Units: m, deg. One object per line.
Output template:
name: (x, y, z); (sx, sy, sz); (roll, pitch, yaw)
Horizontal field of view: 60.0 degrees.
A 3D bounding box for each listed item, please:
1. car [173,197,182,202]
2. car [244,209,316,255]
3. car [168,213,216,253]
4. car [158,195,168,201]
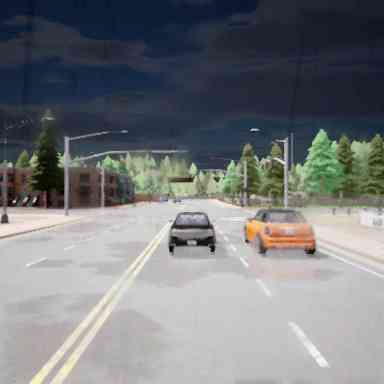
car: (-3.487, 1.894, 81.275); (1.882, 1.535, 5.008); (0, -1, 0)
car: (3.504, 1.479, 14.078); (2.097, 1.767, 4.553); (0, -1, 0)
car: (0.005, 1.623, 14.289); (2.128, 1.511, 4.902); (0, 0, 0)
car: (-6.987, 1.641, 81.248); (2.150, 2.045, 5.566); (0, -1, 0)
